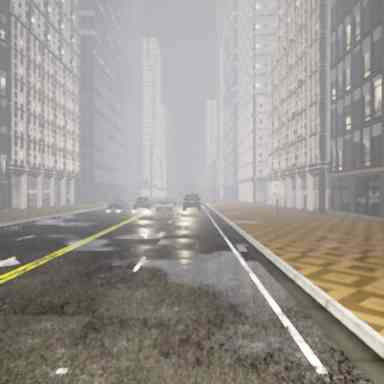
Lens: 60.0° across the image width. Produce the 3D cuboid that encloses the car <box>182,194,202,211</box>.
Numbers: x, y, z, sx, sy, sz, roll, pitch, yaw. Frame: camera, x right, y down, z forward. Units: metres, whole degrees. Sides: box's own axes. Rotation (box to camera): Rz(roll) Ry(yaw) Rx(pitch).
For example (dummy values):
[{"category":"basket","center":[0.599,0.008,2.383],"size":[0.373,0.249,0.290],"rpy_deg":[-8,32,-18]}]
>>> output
[{"category":"car","center":[-0.005,1.226,40.108],"size":[2.150,2.045,5.566],"rpy_deg":[0,0,0]}]

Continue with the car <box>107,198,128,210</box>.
[{"category":"car","center":[-9.756,1.553,44.244],"size":[2.033,1.411,5.357],"rpy_deg":[0,0,0]}]

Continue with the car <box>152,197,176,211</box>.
[{"category":"car","center":[-3.256,1.603,40.107],"size":[1.895,1.301,4.718],"rpy_deg":[0,0,0]}]

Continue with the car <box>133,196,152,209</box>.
[{"category":"car","center":[-6.506,1.359,44.275],"size":[2.097,1.767,4.553],"rpy_deg":[0,0,0]}]
